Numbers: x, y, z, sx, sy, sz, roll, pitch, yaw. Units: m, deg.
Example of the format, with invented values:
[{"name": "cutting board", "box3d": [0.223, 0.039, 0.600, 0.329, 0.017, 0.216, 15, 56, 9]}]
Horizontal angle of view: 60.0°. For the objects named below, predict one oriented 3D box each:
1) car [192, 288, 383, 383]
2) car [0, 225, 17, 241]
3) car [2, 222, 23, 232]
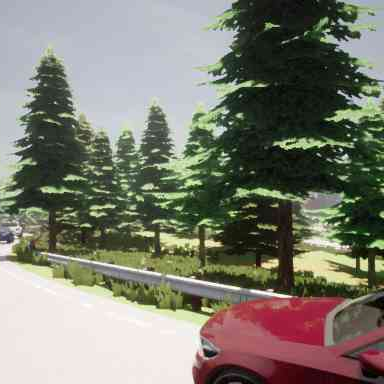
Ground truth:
[{"name": "car", "box3d": [2.221, 1.528, 2.800, 4.674, 1.442, 1.812, 0, 0, 32]}, {"name": "car", "box3d": [-17.434, 3.982, 30.376, 1.812, 1.442, 4.674, 0, -5, -23]}, {"name": "car", "box3d": [-21.605, 4.628, 39.847, 2.150, 2.045, 5.566, 0, -5, -24]}]
